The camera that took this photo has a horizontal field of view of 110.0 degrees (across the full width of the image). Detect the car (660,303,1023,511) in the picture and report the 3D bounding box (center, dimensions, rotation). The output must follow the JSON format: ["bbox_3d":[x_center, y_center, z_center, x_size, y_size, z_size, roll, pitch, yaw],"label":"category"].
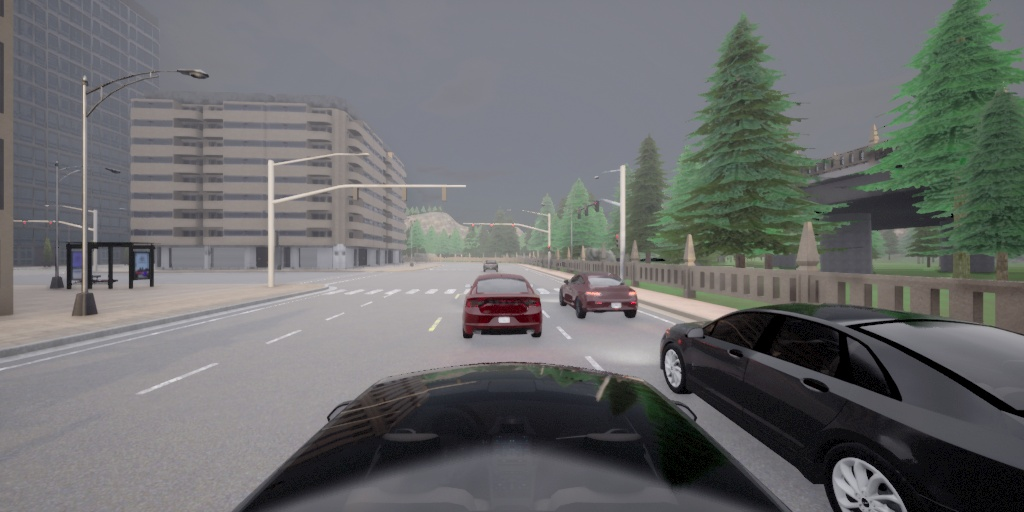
[{"bbox_3d":[3.257,1.255,3.775,1.837,1.490,4.892,0,0,0],"label":"car"}]

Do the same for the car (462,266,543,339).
[{"bbox_3d":[-0.341,1.227,10.190,1.882,1.535,5.008,0,0,-4],"label":"car"}]

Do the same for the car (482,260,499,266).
[{"bbox_3d":[-2.693,1.239,45.629,2.128,1.511,4.902,0,0,-4],"label":"car"}]

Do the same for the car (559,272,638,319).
[{"bbox_3d":[2.922,1.275,12.765,1.812,1.442,4.674,0,0,-3],"label":"car"}]
